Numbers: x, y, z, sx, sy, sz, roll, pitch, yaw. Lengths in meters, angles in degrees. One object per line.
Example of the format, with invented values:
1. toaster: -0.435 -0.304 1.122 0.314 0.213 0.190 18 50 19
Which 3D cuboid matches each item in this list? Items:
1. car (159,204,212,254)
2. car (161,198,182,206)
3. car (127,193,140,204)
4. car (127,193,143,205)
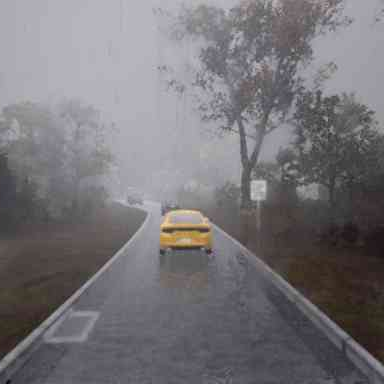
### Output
1. car: -0.315 1.491 13.696 1.882 1.535 5.008 0 0 -3
2. car: -2.098 1.386 33.853 2.097 1.767 4.553 0 0 -7
3. car: -11.757 1.252 66.636 2.150 2.045 5.566 0 0 -15
4. car: -9.908 1.405 58.876 2.097 1.767 4.553 0 0 -13
